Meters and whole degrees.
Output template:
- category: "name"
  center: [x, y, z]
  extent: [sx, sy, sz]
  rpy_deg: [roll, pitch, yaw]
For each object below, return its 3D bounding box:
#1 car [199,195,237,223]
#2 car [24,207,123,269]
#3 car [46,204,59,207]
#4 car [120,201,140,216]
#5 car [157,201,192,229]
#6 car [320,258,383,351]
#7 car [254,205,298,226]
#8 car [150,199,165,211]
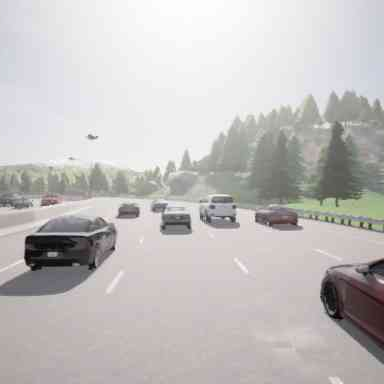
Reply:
- category: "car"
  center: [1.915, 1.222, 26.033]
  extent: [2.150, 2.045, 5.566]
  rpy_deg: [0, 0, -7]
- category: "car"
  center: [-3.781, 1.480, 11.177]
  extent: [1.882, 1.535, 5.008]
  rpy_deg: [0, 0, -3]
- category: "car"
  center: [-20.293, 1.235, 48.432]
  extent: [2.150, 2.045, 5.566]
  rpy_deg: [0, 0, -14]
- category: "car"
  center: [-6.006, 1.569, 31.924]
  extent: [1.994, 1.385, 4.181]
  rpy_deg: [0, 0, -9]
- category: "car"
  center: [-1.109, 1.549, 21.828]
  extent: [2.033, 1.411, 5.357]
  rpy_deg: [0, 0, -6]
- category: "car"
  center: [3.479, 1.562, 4.719]
  extent: [1.994, 1.385, 4.181]
  rpy_deg: [0, 0, -1]
- category: "car"
  center: [5.746, 1.562, 23.174]
  extent: [1.994, 1.385, 4.181]
  rpy_deg: [0, 0, -6]
- category: "car"
  center: [-4.015, 1.551, 40.789]
  extent: [2.033, 1.411, 5.357]
  rpy_deg: [0, 0, -11]
